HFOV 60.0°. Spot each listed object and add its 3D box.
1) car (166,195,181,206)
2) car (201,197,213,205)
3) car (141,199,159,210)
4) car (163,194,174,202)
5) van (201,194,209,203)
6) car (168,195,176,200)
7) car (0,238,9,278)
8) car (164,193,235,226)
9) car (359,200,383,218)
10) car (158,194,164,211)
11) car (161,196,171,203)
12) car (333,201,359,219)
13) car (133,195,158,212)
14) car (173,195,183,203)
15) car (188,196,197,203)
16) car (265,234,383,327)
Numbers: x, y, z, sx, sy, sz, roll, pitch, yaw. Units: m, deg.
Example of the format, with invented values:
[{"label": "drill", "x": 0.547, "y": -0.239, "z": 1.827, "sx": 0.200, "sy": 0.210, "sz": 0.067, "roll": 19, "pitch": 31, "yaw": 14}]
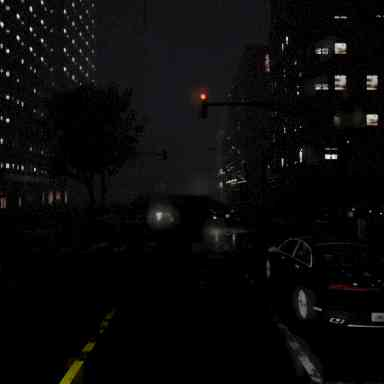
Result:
[{"label": "car", "x": -3.004, "y": 1.390, "z": 55.043, "sx": 2.097, "sy": 1.767, "sz": 4.553, "roll": 0, "pitch": 0, "yaw": 0}, {"label": "car", "x": 2.783, "y": 1.610, "z": 61.408, "sx": 1.947, "sy": 1.339, "sz": 4.313, "roll": 0, "pitch": 0, "yaw": 0}, {"label": "car", "x": -5.623, "y": 1.592, "z": 44.853, "sx": 1.947, "sy": 1.339, "sz": 4.313, "roll": 0, "pitch": 0, "yaw": 0}, {"label": "car", "x": -5.573, "y": 1.386, "z": 77.990, "sx": 2.192, "sy": 1.841, "sz": 5.009, "roll": 0, "pitch": 0, "yaw": 0}, {"label": "van", "x": 2.799, "y": 1.402, "z": 72.455, "sx": 1.690, "sy": 1.788, "sz": 3.998, "roll": 0, "pitch": 0, "yaw": 0}, {"label": "car", "x": -5.548, "y": 1.654, "z": 94.558, "sx": 2.008, "sy": 1.369, "sz": 4.403, "roll": 0, "pitch": 0, "yaw": 0}, {"label": "car", "x": -5.680, "y": 1.545, "z": 6.942, "sx": 1.887, "sy": 1.381, "sz": 4.507, "roll": 0, "pitch": 0, "yaw": 0}, {"label": "car", "x": 0.610, "y": 1.231, "z": 24.063, "sx": 2.150, "sy": 2.045, "sz": 5.566, "roll": -1, "pitch": 1, "yaw": -38}, {"label": "car", "x": 15.473, "y": 0.994, "z": 23.757, "sx": 5.566, "sy": 2.045, "sz": 2.150, "roll": -1, "pitch": 0, "yaw": 0}, {"label": "car", "x": -3.036, "y": 1.245, "z": 40.561, "sx": 2.150, "sy": 2.045, "sz": 5.566, "roll": 0, "pitch": 0, "yaw": 0}, {"label": "car", "x": -5.581, "y": 1.627, "z": 72.468, "sx": 1.947, "sy": 1.339, "sz": 4.313, "roll": 0, "pitch": 0, "yaw": 0}, {"label": "car", "x": 13.466, "y": 1.350, "z": 26.318, "sx": 4.403, "sy": 1.369, "sz": 2.008, "roll": -1, "pitch": 1, "yaw": 0}, {"label": "car", "x": -5.632, "y": 1.336, "z": 39.330, "sx": 2.192, "sy": 1.841, "sz": 5.009, "roll": 0, "pitch": 0, "yaw": 0}, {"label": "car", "x": -2.892, "y": 1.525, "z": 70.787, "sx": 1.882, "sy": 1.535, "sz": 5.008, "roll": 0, "pitch": 0, "yaw": 0}, {"label": "car", "x": 0.104, "y": 1.581, "z": 69.058, "sx": 1.812, "sy": 1.442, "sz": 4.674, "roll": 0, "pitch": 0, "yaw": 0}, {"label": "car", "x": 2.700, "y": 1.551, "z": 6.929, "sx": 2.008, "sy": 1.369, "sz": 4.403, "roll": 0, "pitch": 0, "yaw": 0}]
